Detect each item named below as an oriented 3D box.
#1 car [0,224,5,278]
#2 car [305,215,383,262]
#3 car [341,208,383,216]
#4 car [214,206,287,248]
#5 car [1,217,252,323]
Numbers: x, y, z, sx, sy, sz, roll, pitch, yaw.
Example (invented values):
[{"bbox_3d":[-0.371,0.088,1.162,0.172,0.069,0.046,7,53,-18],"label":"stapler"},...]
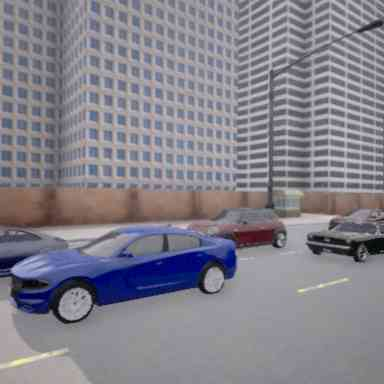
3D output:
[{"bbox_3d":[-5.408,1.561,8.708,4.181,1.385,1.994,1,-1,-35],"label":"car"},{"bbox_3d":[6.512,1.759,12.846,4.718,1.301,1.895,1,0,-35],"label":"car"},{"bbox_3d":[10.145,1.723,19.660,5.008,1.535,1.882,1,0,-34],"label":"car"},{"bbox_3d":[1.846,1.465,13.847,4.553,1.767,2.097,1,0,-35],"label":"car"},{"bbox_3d":[-1.211,1.513,7.398,5.008,1.535,1.882,1,-1,-35],"label":"car"}]
